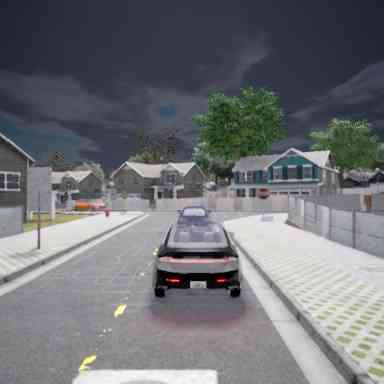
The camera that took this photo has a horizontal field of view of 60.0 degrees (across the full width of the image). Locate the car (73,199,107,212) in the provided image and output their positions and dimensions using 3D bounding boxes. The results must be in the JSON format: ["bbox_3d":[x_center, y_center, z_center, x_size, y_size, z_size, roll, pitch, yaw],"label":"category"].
[{"bbox_3d":[-12.832,1.655,41.989,4.553,1.767,2.097,-2,-2,32],"label":"car"}]

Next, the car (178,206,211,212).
[{"bbox_3d":[0.131,1.521,18.958,1.812,1.442,4.674,0,0,0],"label":"car"}]

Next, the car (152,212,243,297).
[{"bbox_3d":[0.116,1.489,8.533,2.128,1.511,4.902,0,0,0],"label":"car"}]
